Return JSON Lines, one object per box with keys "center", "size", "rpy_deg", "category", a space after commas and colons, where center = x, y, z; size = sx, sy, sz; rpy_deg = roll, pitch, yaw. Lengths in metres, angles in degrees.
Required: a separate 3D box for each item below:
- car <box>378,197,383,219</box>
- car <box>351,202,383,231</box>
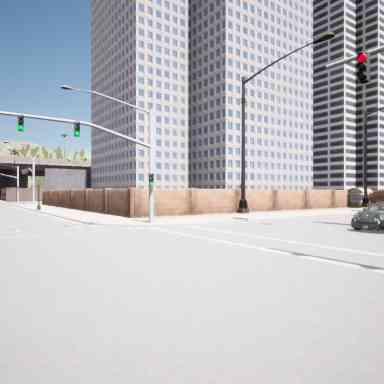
{"center": [18.206, 1.351, 28.534], "size": [4.553, 1.767, 2.097], "rpy_deg": [0, 0, -35], "category": "car"}
{"center": [11.373, 1.352, 19.545], "size": [4.553, 1.767, 2.097], "rpy_deg": [0, 0, -35], "category": "car"}
